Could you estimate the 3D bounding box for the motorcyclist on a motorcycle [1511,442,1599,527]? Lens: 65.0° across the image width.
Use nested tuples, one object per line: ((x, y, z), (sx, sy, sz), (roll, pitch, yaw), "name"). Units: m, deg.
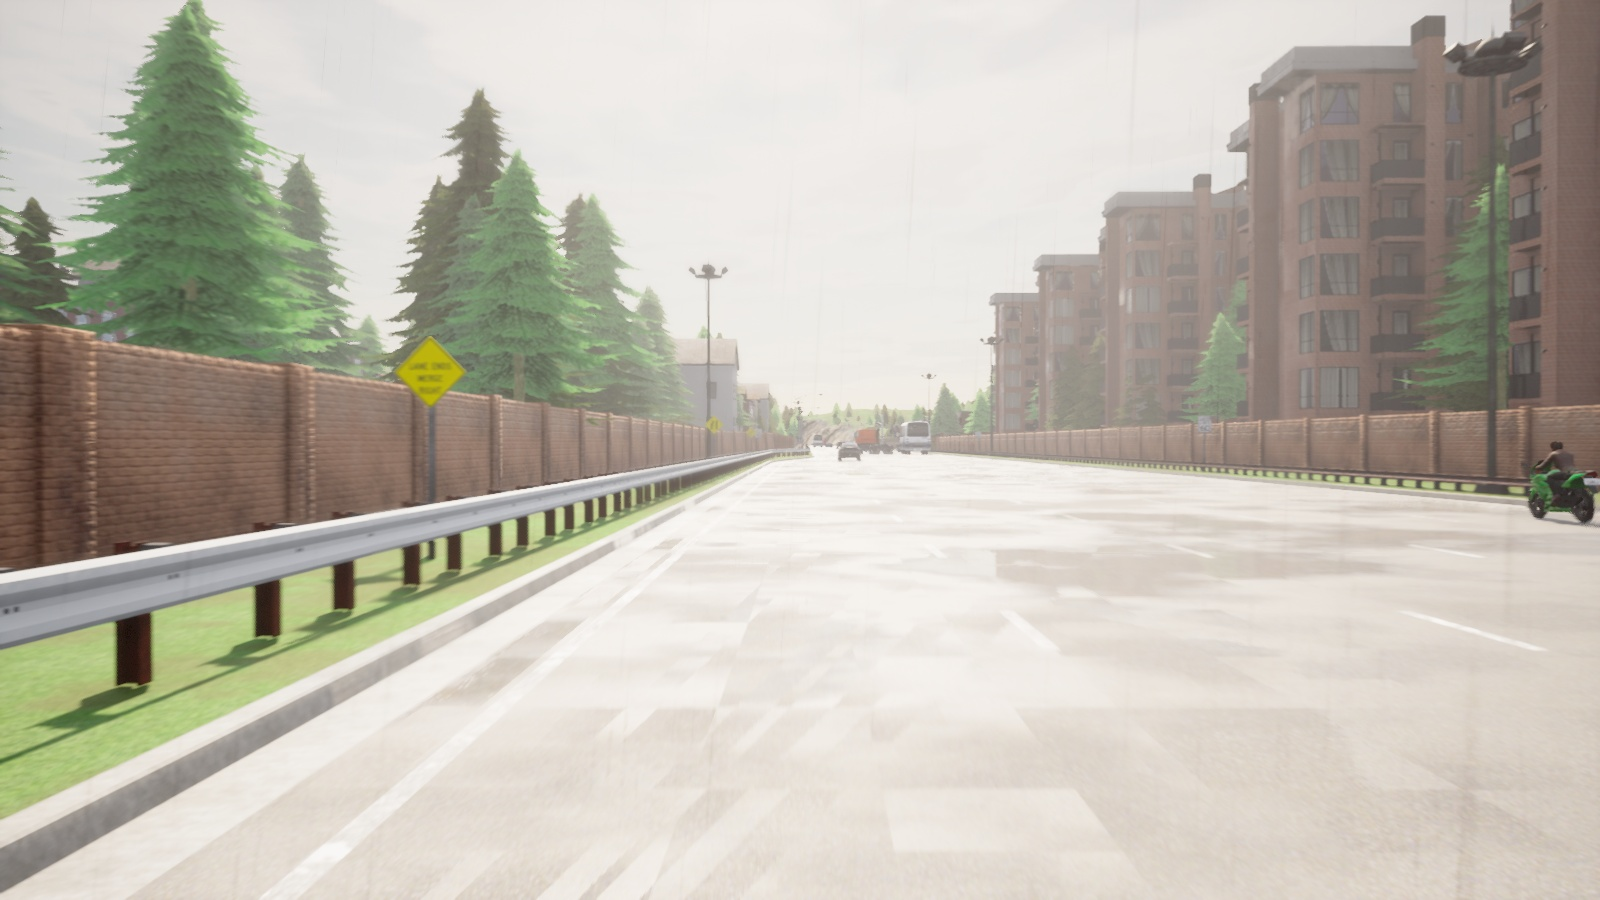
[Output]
((14.153, 0.606, 23.287), (0.797, 1.523, 2.044), (0, 0, 0), "motorcyclist on a motorcycle")
